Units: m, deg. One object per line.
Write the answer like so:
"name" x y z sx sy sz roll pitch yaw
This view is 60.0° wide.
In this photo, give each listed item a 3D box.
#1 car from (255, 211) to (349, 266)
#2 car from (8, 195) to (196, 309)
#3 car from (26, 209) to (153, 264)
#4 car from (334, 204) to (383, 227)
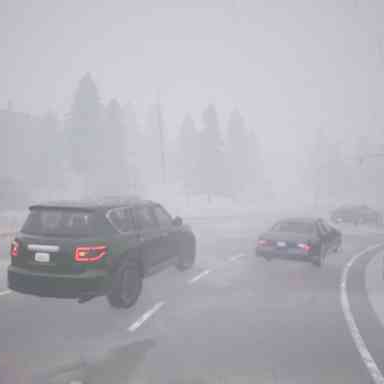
"car" 3.971 1.591 11.837 2.033 1.411 5.357 0 0 33
"car" -1.663 1.207 8.179 2.150 2.045 5.566 0 0 19
"car" -3.582 1.494 12.637 1.812 1.442 4.674 0 0 28
"car" 11.882 1.631 23.918 4.892 1.490 1.837 1 0 -37
